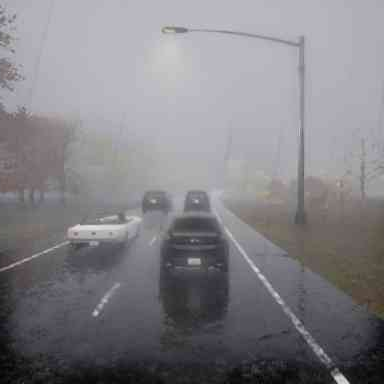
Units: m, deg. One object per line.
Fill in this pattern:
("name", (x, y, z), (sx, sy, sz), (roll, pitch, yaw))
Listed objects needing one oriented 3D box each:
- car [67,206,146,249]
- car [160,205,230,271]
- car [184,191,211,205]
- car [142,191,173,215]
("car", (-3.342, 1.452, 13.716), (1.895, 1.301, 4.718), (0, 1, 1))
("car", (0.105, 1.392, 10.436), (1.837, 1.490, 4.892), (0, 1, 1))
("car", (0.494, 0.899, 29.622), (2.150, 2.045, 5.566), (0, 0, 2))
("car", (-3.010, 0.900, 29.649), (2.150, 2.045, 5.566), (0, 1, 2))
